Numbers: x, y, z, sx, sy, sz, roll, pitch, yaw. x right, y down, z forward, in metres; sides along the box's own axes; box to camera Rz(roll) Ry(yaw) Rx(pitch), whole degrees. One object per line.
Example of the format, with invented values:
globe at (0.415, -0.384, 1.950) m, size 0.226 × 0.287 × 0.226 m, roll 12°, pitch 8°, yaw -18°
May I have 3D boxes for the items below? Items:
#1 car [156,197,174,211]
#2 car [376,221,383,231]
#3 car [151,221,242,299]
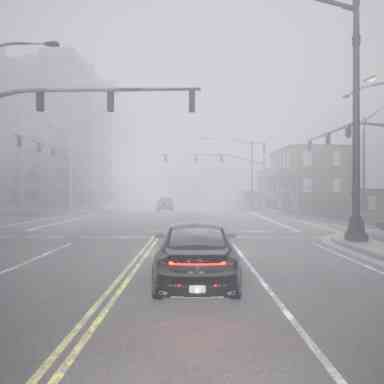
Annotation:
car at (-3.603, 1.716, 45.258) m, size 2.150 × 2.045 × 5.566 m, roll 0°, pitch -4°, yaw 0°
car at (18.041, 2.933, 28.258) m, size 4.181 × 1.385 × 1.994 m, roll 8°, pitch 0°, yaw 0°
car at (0.096, 1.500, 8.392) m, size 1.837 × 1.490 × 4.892 m, roll 0°, pitch 0°, yaw 0°
